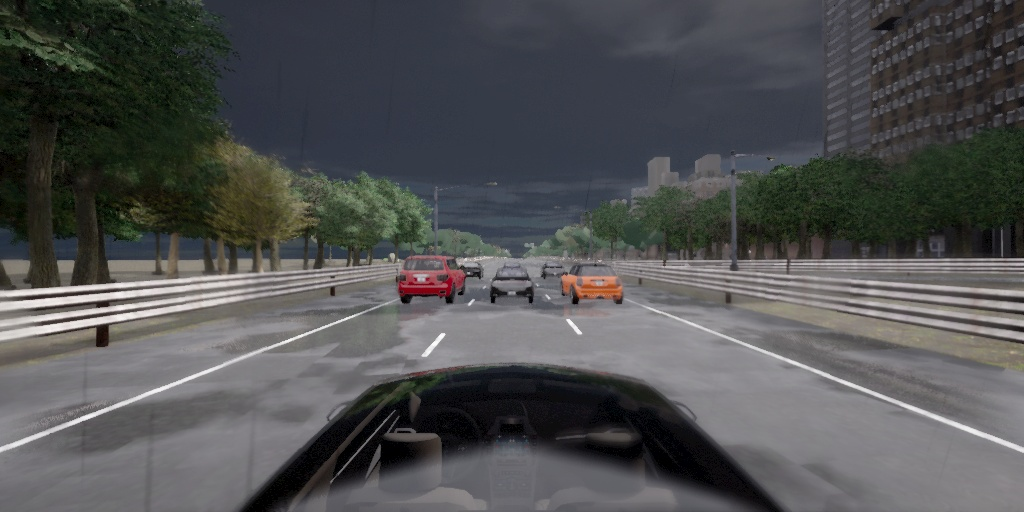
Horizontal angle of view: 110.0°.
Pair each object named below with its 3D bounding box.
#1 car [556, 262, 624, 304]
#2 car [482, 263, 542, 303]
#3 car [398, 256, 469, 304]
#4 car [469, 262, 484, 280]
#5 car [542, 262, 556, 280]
[{"bbox_3d":[3.500,1.116,16.470,2.097,1.767,4.553,0,0,0],"label":"car"},{"bbox_3d":[0.000,1.245,16.500,2.128,1.511,4.902,0,0,0],"label":"car"},{"bbox_3d":[-3.500,1.008,16.531,2.150,2.045,5.566,0,0,0],"label":"car"},{"bbox_3d":[-3.500,1.231,31.500,1.882,1.535,5.008,0,0,0],"label":"car"},{"bbox_3d":[3.500,1.242,31.500,2.128,1.511,4.902,0,0,0],"label":"car"}]
